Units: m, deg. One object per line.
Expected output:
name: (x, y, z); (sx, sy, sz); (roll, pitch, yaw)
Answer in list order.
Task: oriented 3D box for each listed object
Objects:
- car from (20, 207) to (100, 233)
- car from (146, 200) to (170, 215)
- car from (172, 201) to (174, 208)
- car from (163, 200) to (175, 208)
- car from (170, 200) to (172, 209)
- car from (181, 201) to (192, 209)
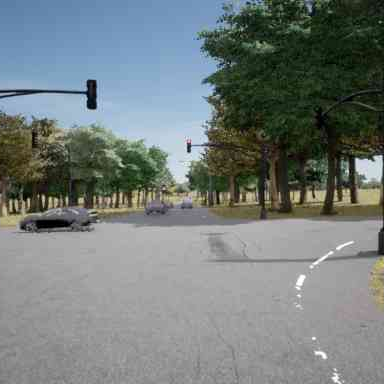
car: (-8.412, 1.736, 21.273); (4.902, 1.511, 2.128); (-2, 0, 2)
car: (-4.172, 1.739, 39.448); (2.097, 1.767, 4.553); (0, -1, 0)
car: (-4.554, 2.275, 58.256); (2.033, 1.411, 5.357); (0, -1, -1)
car: (-4.708, 2.458, 68.265); (2.128, 1.511, 4.902); (0, -2, -1)
car: (-4.337, 2.145, 48.450); (1.895, 1.301, 4.718); (0, -1, -1)
car: (-0.935, 2.347, 60.970); (1.994, 1.385, 4.181); (0, -1, -1)
